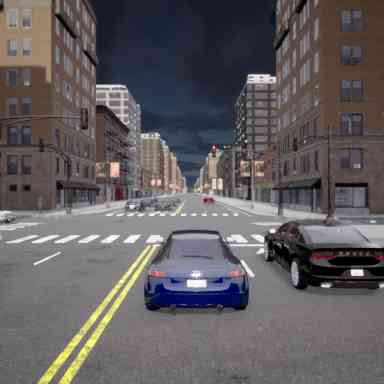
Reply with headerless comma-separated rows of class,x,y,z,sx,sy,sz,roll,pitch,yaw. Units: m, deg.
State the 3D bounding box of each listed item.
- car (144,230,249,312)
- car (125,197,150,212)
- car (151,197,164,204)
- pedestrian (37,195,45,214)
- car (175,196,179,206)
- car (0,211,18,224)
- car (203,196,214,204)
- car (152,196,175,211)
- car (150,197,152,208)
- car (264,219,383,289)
car,0.079,1.563,7.800,1.994,1.385,4.181,0,0,0
car,-6.644,1.486,39.223,2.128,1.511,4.902,0,0,0
car,-6.618,1.585,64.400,1.895,1.301,4.718,0,0,0
pedestrian,-14.180,1.166,31.106,0.375,1.860,0.375,0,0,0
car,-3.403,1.495,50.521,1.837,1.490,4.892,0,0,0
car,-14.630,1.593,22.751,4.718,1.301,1.895,0,0,0
car,3.271,1.461,65.752,1.882,1.535,5.008,0,0,0
car,-3.396,1.499,40.476,1.837,1.490,4.892,0,0,0
car,-6.654,1.494,48.588,1.837,1.490,4.892,0,0,0
car,3.327,1.477,9.179,1.882,1.535,5.008,0,0,0
